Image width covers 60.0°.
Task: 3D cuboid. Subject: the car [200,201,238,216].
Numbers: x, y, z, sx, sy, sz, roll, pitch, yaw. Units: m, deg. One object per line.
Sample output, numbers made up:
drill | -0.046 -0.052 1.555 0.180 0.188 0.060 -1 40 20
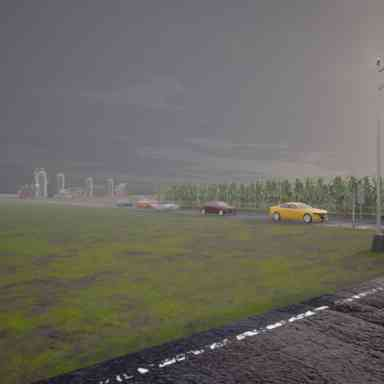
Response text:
car | 2.829 1.722 36.030 1.882 1.535 5.008 0 -1 -34

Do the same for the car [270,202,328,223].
car | 8.705 1.627 27.419 1.882 1.535 5.008 0 -1 -34

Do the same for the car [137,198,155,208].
car | -7.628 1.817 56.614 2.097 1.767 4.553 0 -1 -34

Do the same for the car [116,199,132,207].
car | -13.329 2.123 64.969 1.994 1.385 4.181 0 -1 -34

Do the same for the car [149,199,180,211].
car | -3.550 1.949 45.410 1.895 1.301 4.718 0 -1 -34
